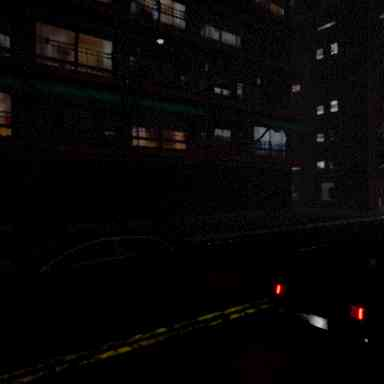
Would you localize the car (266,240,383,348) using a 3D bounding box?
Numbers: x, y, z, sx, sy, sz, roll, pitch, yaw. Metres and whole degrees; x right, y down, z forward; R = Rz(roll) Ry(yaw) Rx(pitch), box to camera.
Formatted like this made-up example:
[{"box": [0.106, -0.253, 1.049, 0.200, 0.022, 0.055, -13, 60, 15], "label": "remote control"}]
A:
[{"box": [3.611, 1.567, 6.088, 4.718, 1.301, 1.895, 0, 0, -36], "label": "car"}]

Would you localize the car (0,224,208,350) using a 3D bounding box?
[{"box": [-1.963, 1.483, 6.312, 4.902, 1.511, 2.128, 0, 0, -36], "label": "car"}]

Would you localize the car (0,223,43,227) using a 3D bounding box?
[{"box": [-4.505, 1.544, 8.473, 5.357, 1.411, 2.033, 0, 0, -36], "label": "car"}]
